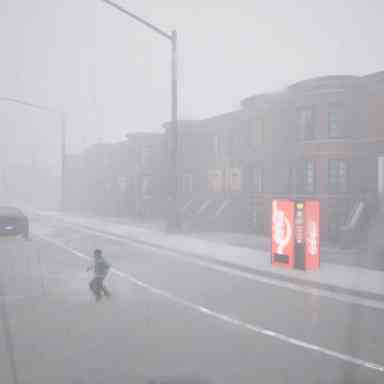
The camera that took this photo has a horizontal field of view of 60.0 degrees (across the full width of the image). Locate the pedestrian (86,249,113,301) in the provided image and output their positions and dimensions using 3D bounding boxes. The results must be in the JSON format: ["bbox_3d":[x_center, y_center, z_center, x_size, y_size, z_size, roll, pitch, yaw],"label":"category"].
[{"bbox_3d":[-1.847,1.674,6.771,0.500,1.100,0.500,0,0,-38],"label":"pedestrian"}]

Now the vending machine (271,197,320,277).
[{"bbox_3d":[2.941,1.195,9.479,1.100,2.100,0.880,0,0,-40],"label":"vending machine"}]

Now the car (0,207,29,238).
[{"bbox_3d":[-9.697,1.477,16.966,1.882,1.535,5.008,0,0,-36],"label":"car"}]
